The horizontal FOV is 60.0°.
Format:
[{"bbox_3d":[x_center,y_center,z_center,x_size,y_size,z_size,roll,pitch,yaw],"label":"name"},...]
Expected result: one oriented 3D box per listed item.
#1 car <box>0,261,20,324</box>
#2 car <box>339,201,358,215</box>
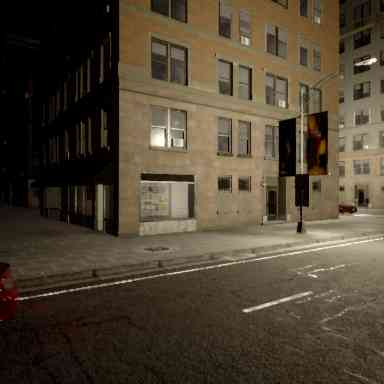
[{"bbox_3d":[-4.831,1.525,4.239,4.674,1.442,1.812,0,0,-35],"label":"car"},{"bbox_3d":[14.710,1.547,34.271,1.994,1.385,4.181,0,0,-35],"label":"car"}]
